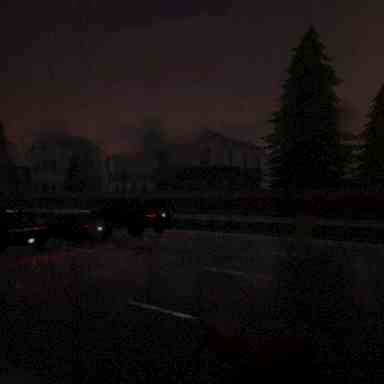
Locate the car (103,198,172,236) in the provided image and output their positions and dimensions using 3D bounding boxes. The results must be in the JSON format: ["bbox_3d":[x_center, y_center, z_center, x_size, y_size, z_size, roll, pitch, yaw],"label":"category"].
[{"bbox_3d":[-3.698,1.348,19.399,5.566,2.045,2.150,0,0,35],"label":"car"}]

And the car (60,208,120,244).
[{"bbox_3d":[-5.932,1.698,16.698,4.181,1.385,1.994,-1,0,36],"label":"car"}]

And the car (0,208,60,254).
[{"bbox_3d":[-7.986,1.626,13.863,4.902,1.511,2.128,-1,0,36],"label":"car"}]

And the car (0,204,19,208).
[{"bbox_3d":[-16.142,1.766,28.272,4.902,1.511,2.128,-1,0,36],"label":"car"}]
